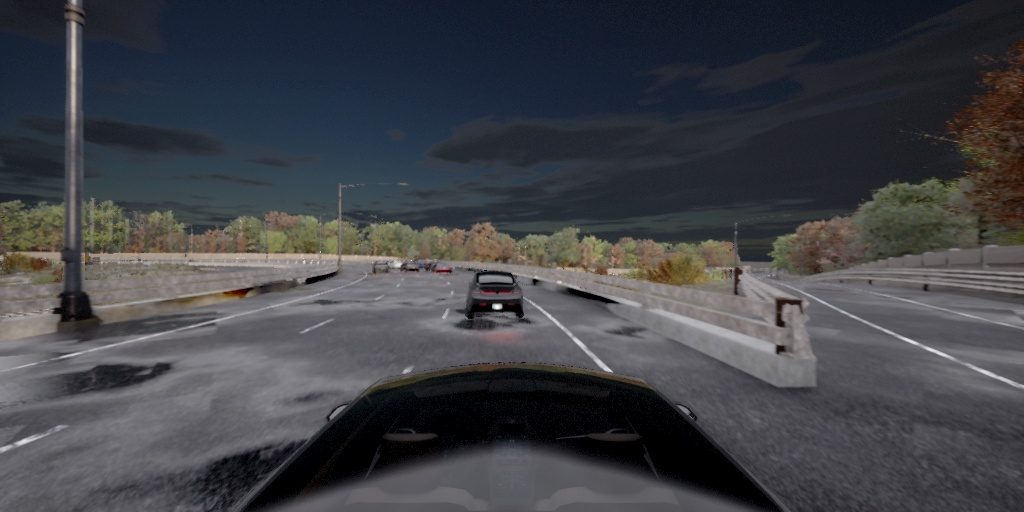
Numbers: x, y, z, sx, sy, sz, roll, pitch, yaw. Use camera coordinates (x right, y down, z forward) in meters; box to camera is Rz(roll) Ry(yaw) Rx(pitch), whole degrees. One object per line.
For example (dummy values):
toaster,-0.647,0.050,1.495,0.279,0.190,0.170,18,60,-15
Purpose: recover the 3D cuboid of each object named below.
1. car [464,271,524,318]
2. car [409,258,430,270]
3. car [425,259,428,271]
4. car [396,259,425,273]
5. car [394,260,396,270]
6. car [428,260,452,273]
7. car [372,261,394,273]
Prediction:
car,-0.721,1.289,13.267,1.837,1.490,4.892,1,0,-7
car,-14.884,1.231,57.517,2.097,1.767,4.553,0,0,-32
car,-10.595,1.346,49.215,2.128,1.511,4.902,0,-1,-28
car,-13.255,1.344,46.573,2.128,1.511,4.902,0,0,-27
car,-17.948,1.395,55.822,1.812,1.442,4.674,0,0,-32
car,-8.857,1.427,44.893,1.994,1.385,4.181,0,0,-21
car,-16.379,1.334,44.866,2.128,1.511,4.902,0,0,-24
